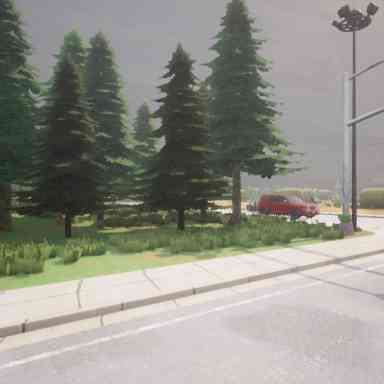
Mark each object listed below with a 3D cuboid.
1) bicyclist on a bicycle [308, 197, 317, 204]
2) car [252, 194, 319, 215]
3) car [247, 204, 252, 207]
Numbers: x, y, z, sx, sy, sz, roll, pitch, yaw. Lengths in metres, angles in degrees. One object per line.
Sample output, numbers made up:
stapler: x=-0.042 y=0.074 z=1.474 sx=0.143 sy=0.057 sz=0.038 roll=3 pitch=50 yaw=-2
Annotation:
bicyclist on a bicycle: x=12.903 y=1.327 z=35.575 sx=1.656 sy=1.620 sz=0.582 roll=0 pitch=0 yaw=-34
car: x=8.247 y=1.245 z=29.137 sx=2.150 sy=2.045 sz=5.566 roll=0 pitch=0 yaw=-34
car: x=7.822 y=1.590 z=36.295 sx=1.994 sy=1.385 sz=4.181 roll=0 pitch=0 yaw=-35
